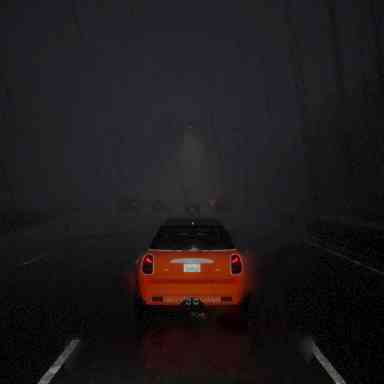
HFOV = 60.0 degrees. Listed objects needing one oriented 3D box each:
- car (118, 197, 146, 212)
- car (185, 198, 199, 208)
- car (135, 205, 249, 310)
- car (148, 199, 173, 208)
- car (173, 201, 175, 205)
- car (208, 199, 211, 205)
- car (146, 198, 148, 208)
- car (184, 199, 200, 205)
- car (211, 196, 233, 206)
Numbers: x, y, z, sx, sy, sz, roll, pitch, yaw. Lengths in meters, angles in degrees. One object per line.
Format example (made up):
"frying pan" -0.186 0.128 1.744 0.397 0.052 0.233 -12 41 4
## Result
"car" -6.991 1.352 38.148 2.097 1.767 4.553 0 0 0
"car" 0.012 1.601 48.287 1.895 1.301 4.718 0 0 0
"car" 0.002 1.352 7.969 2.097 1.767 4.553 0 0 0
"car" -3.491 1.478 37.794 1.882 1.535 5.008 0 0 0
"car" -3.488 1.601 48.258 1.895 1.301 4.718 0 0 0
"car" 3.512 1.352 48.179 2.097 1.767 4.553 0 0 0
"car" -6.988 1.564 48.226 1.994 1.385 4.181 0 0 0
"car" 0.009 1.601 38.239 1.895 1.301 4.718 0 0 0
"car" 3.509 1.478 37.792 1.882 1.535 5.008 0 0 0
